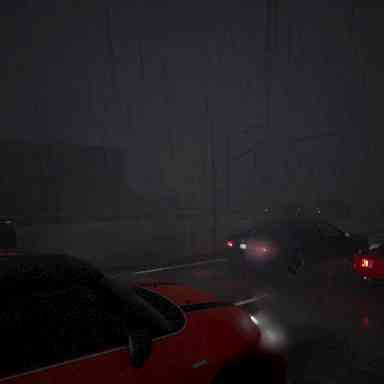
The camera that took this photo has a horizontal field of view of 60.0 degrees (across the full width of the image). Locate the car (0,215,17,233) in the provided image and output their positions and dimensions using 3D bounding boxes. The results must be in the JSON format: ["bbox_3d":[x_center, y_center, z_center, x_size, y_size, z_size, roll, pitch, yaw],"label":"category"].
[{"bbox_3d":[-4.339,1.352,4.953,4.553,1.767,2.097,0,0,-35],"label":"car"}]

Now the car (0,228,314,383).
[{"bbox_3d":[-1.281,1.352,2.833,4.553,1.767,2.097,0,0,-35],"label":"car"}]

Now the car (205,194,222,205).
[{"bbox_3d":[2.402,1.547,57.774,2.033,1.411,5.357,0,0,-36],"label":"car"}]

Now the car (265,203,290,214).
[{"bbox_3d":[8.402,1.601,28.388,4.718,1.301,1.895,0,0,-35],"label":"car"}]

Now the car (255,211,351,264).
[{"bbox_3d":[3.481,1.547,10.569,5.357,1.411,2.033,0,0,-35],"label":"car"}]

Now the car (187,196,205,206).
[{"bbox_3d":[-0.599,1.547,55.947,2.033,1.411,5.357,0,0,-36],"label":"car"}]

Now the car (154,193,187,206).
[{"bbox_3d":[-3.632,1.221,54.163,2.150,2.045,5.566,0,0,-35],"label":"car"}]

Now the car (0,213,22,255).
[{"bbox_3d":[-8.613,1.564,11.975,4.181,1.385,1.994,0,0,-35],"label":"car"}]

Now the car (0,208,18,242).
[{"bbox_3d":[-10.541,1.526,14.899,4.674,1.442,1.812,0,0,-35],"label":"car"}]

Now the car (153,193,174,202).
[{"bbox_3d":[-6.493,1.225,76.104,2.150,2.045,5.566,0,0,-36],"label":"car"}]

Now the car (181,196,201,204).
[{"bbox_3d":[-0.218,1.564,67.418,1.994,1.385,4.181,0,0,-37],"label":"car"}]

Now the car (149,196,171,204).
[{"bbox_3d":[-6.182,1.505,63.688,1.837,1.490,4.892,0,0,-36],"label":"car"}]

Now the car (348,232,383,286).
[{"bbox_3d":[6.052,1.601,8.097,4.718,1.301,1.895,0,0,-35],"label":"car"}]

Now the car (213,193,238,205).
[{"bbox_3d":[5.658,1.222,59.262,2.150,2.045,5.566,0,0,-36],"label":"car"}]

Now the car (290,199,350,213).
[{"bbox_3d":[9.968,1.352,25.205,4.553,1.767,2.097,0,0,-35],"label":"car"}]
